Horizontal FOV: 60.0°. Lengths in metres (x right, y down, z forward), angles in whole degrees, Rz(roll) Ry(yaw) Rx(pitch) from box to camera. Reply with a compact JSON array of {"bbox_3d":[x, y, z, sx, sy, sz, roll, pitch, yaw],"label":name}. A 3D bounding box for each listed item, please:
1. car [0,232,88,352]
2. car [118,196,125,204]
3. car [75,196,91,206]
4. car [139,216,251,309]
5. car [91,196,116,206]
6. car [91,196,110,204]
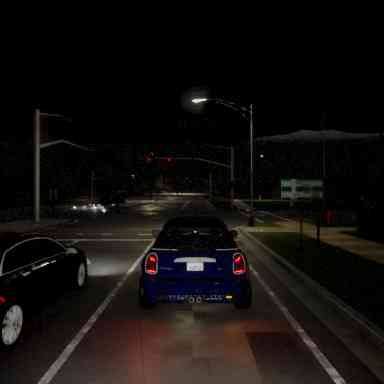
[{"bbox_3d":[-3.440,1.505,6.145,1.837,1.490,4.892,0,0,0],"label":"car"},{"bbox_3d":[-14.310,1.547,64.121,2.033,1.411,5.357,0,0,1],"label":"car"},{"bbox_3d":[-17.941,1.477,55.685,1.882,1.535,5.008,0,0,1],"label":"car"},{"bbox_3d":[0.070,1.352,8.049,2.097,1.767,4.553,0,0,0],"label":"car"},{"bbox_3d":[-14.473,1.601,54.472,1.895,1.301,4.718,0,0,1],"label":"car"},{"bbox_3d":[-17.786,1.491,64.875,2.128,1.511,4.902,0,0,1],"label":"car"}]
